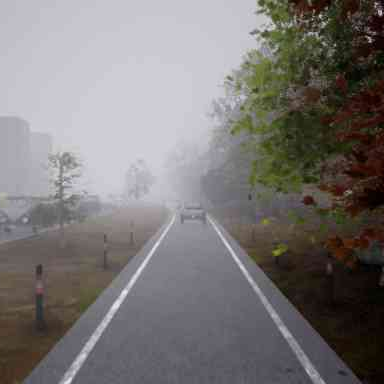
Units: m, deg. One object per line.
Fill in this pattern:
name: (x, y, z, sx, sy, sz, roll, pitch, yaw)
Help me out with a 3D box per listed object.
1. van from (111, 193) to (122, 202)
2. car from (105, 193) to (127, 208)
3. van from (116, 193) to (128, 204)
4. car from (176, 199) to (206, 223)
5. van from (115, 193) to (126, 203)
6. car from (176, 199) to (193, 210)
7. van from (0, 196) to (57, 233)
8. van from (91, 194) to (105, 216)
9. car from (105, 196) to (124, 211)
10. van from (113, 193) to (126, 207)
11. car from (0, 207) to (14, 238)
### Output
van: (-17.735, 1.312, 78.200, 1.878, 1.987, 4.442, 2, -2, -21)
car: (-10.390, 1.183, 45.626, 2.435, 2.045, 5.566, 1, -1, -9)
van: (-13.148, 1.214, 62.080, 1.878, 1.987, 4.442, 1, -1, -15)
car: (0.042, 1.501, 25.614, 2.128, 1.511, 4.902, 0, 0, -1)
van: (-14.496, 1.236, 67.495, 1.878, 1.987, 4.442, 1, -1, -16)
car: (-1.041, 1.583, 42.975, 1.895, 1.301, 4.718, 0, 0, -6)
van: (-9.088, 1.209, 18.901, 1.878, 1.987, 4.442, 0, -1, -2)
van: (-9.253, 1.212, 28.852, 1.878, 1.987, 4.442, 0, -1, -2)
car: (-9.866, 1.478, 40.089, 2.002, 1.452, 4.674, 1, -1, -5)
van: (-11.101, 1.204, 51.083, 1.878, 1.987, 4.442, 1, -1, -10)
car: (-9.078, 1.461, 12.388, 2.163, 1.488, 4.792, 0, -1, -2)
